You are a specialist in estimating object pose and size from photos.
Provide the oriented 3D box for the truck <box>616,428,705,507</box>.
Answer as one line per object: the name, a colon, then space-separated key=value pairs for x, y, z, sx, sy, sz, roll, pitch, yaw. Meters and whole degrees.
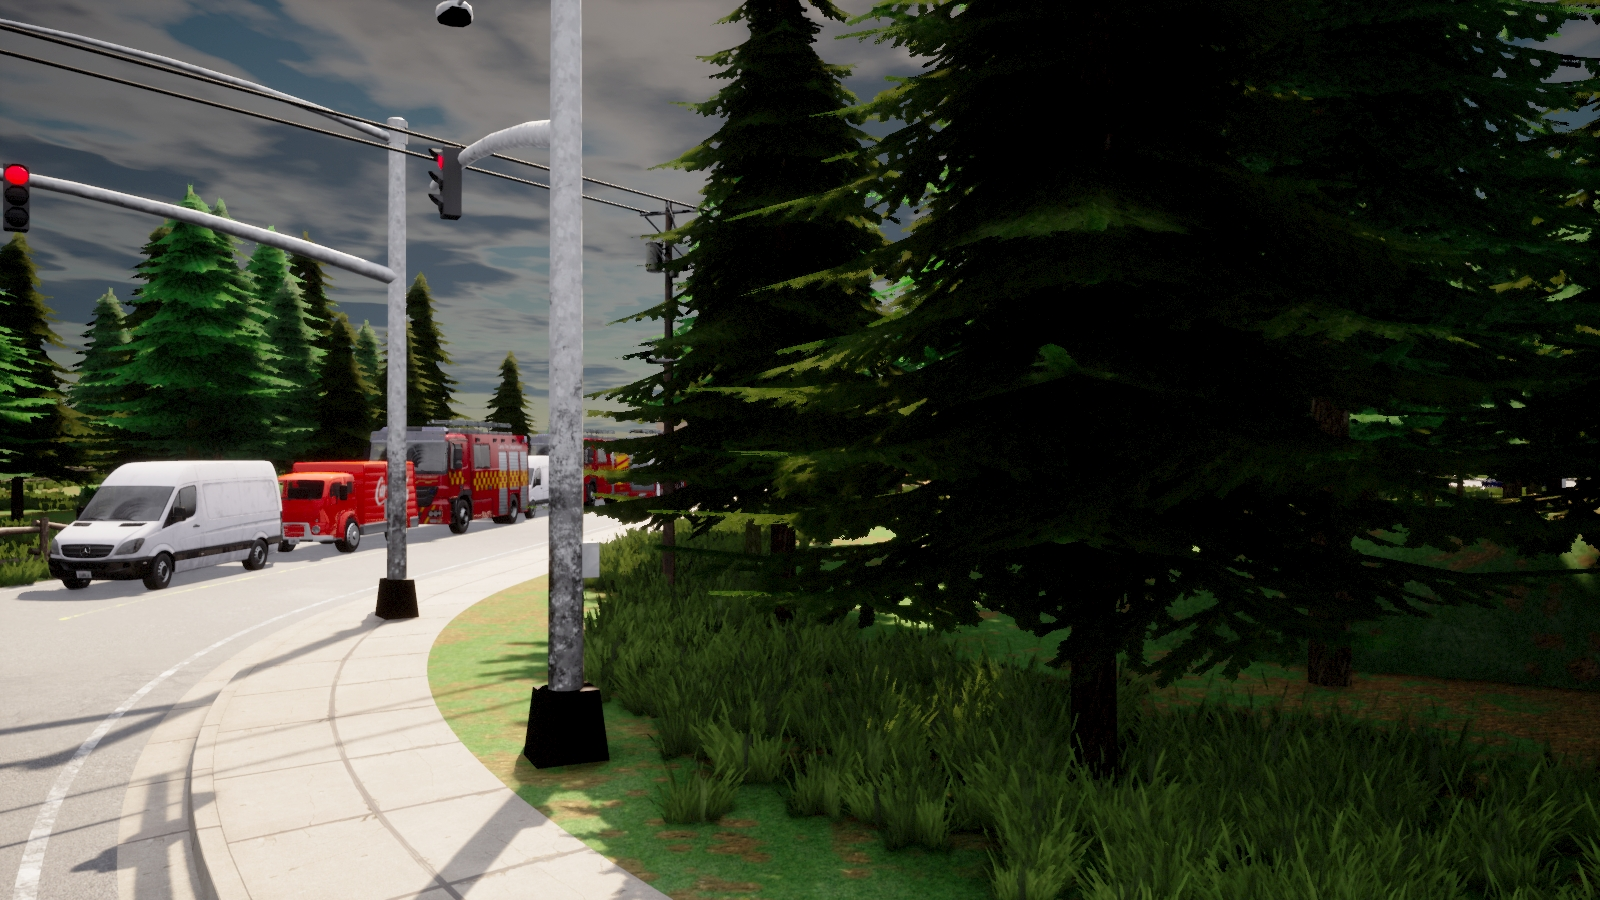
truck: x=-7.207 y=0.855 z=60.255 sx=2.891 sy=3.827 sz=8.468 roll=0 pitch=0 yaw=6

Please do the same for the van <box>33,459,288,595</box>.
van: x=-13.699 y=1.508 z=25.050 sx=1.988 sy=2.561 sz=5.915 roll=0 pitch=0 yaw=3

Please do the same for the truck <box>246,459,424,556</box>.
truck: x=-13.132 y=1.537 z=32.745 sx=2.627 sy=2.467 sz=5.204 roll=0 pitch=0 yaw=5

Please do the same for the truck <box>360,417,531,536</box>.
truck: x=-12.433 y=0.864 z=41.046 sx=2.891 sy=3.827 sz=8.468 roll=0 pitch=0 yaw=5

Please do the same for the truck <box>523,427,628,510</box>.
truck: x=-11.032 y=0.857 z=57.185 sx=2.891 sy=3.827 sz=8.468 roll=0 pitch=0 yaw=5
